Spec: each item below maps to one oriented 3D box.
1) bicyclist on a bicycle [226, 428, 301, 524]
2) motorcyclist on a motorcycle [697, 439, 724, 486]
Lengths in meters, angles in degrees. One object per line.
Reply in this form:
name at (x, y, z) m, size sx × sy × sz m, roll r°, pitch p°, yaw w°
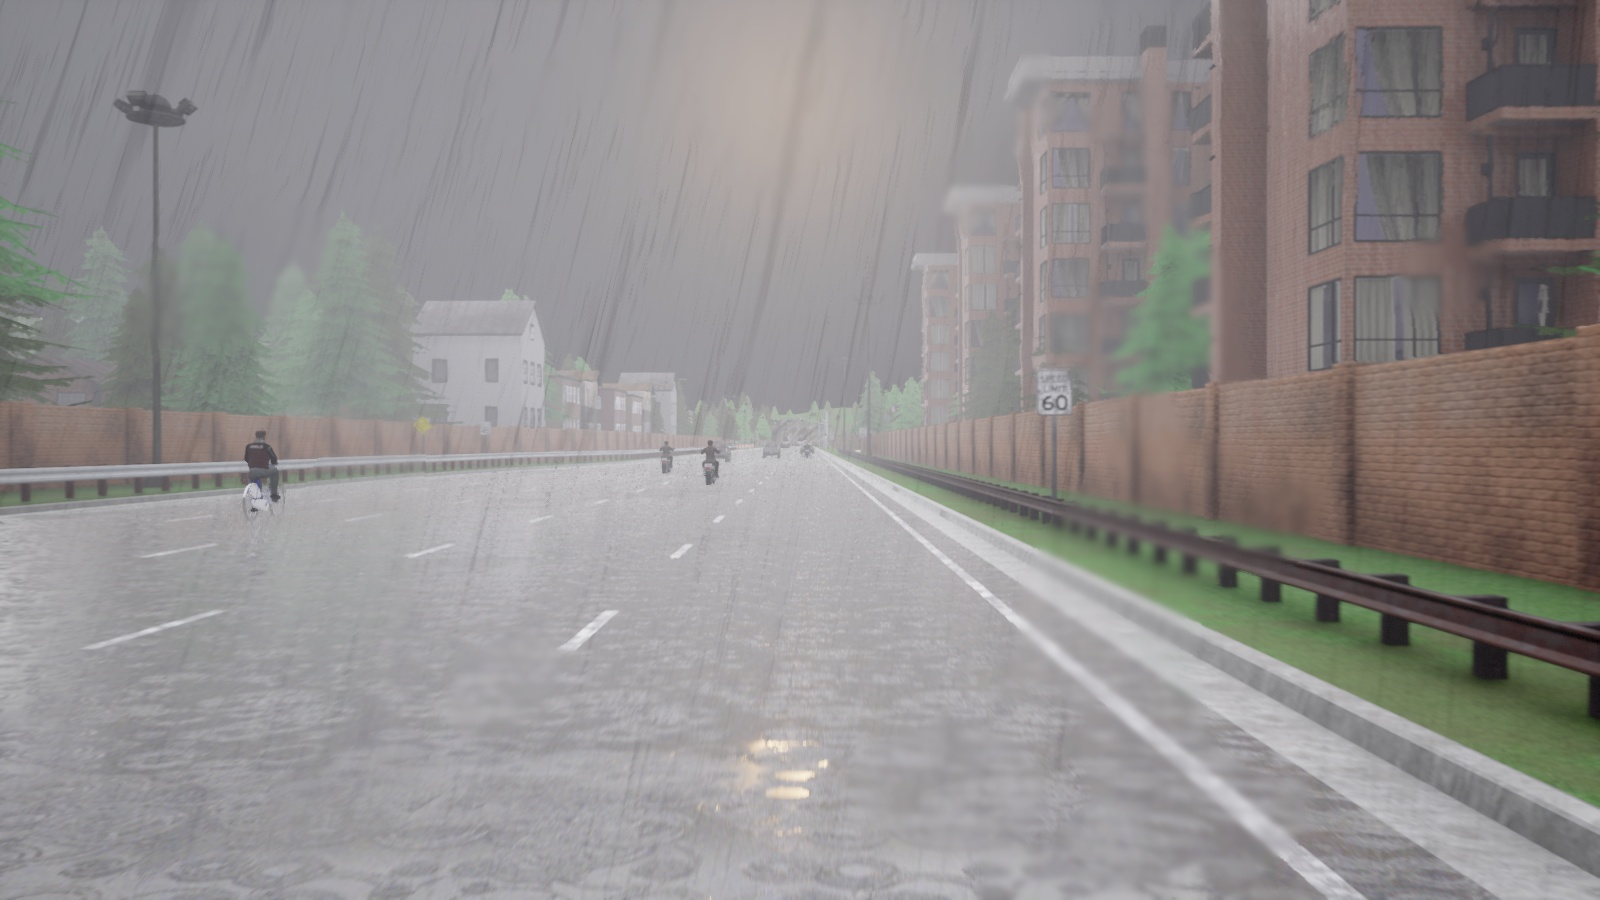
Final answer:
bicyclist on a bicycle at (-10.347, 0.472, 24.294) m, size 0.659 × 1.776 × 1.843 m, roll 0°, pitch 1°, yaw 0°
motorcyclist on a motorcycle at (-3.227, 0.439, 45.401) m, size 0.766 × 1.649 × 2.350 m, roll 0°, pitch 0°, yaw 0°
